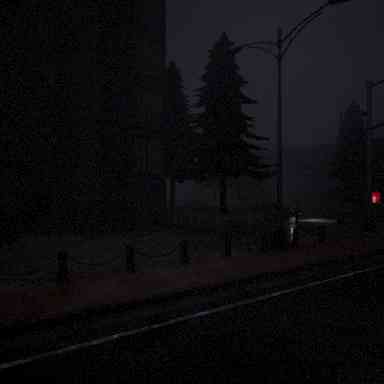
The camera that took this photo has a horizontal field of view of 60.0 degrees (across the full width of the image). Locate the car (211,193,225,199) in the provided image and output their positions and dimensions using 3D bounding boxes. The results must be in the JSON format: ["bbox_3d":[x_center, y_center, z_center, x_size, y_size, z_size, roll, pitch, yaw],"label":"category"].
[{"bbox_3d":[7.287,1.092,94.517,1.905,1.878,3.866,0,0,-37],"label":"car"}]

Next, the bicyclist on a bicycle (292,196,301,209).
[{"bbox_3d":[11.496,1.316,36.649,1.656,1.620,0.582,0,0,-37],"label":"bicyclist on a bicycle"}]

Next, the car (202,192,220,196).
[{"bbox_3d":[5.199,1.112,92.455,1.932,1.855,4.605,0,0,-37],"label":"car"}]

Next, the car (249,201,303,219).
[{"bbox_3d":[7.558,1.541,29.486,1.812,1.442,4.674,0,0,-38],"label":"car"}]

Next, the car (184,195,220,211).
[{"bbox_3d":[1.354,1.493,37.674,1.882,1.535,5.008,0,0,-37],"label":"car"}]

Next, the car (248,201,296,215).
[{"bbox_3d":[8.227,1.616,34.701,1.895,1.301,4.718,0,0,-37],"label":"car"}]
